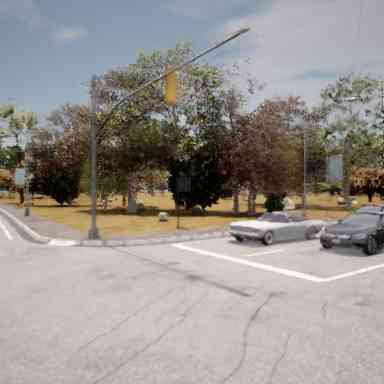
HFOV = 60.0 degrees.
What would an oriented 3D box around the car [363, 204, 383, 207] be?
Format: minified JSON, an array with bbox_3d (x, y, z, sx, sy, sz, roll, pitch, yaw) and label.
[{"bbox_3d":[11.322,1.511,20.606,4.674,1.442,1.812,0,0,-35],"label":"car"}]

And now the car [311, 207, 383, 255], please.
[{"bbox_3d":[7.092,1.517,13.332,4.674,1.442,1.812,0,0,-35],"label":"car"}]

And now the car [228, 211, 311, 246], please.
[{"bbox_3d":[3.944,1.593,15.391,4.718,1.301,1.895,0,0,-35],"label":"car"}]
